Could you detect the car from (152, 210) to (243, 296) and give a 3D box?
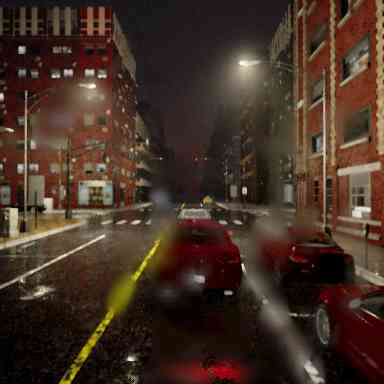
[{"bbox_3d":[0.110,1.473,8.685,1.882,1.535,5.008,0,0,0],"label":"car"}]

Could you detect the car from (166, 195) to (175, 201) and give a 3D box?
[{"bbox_3d":[-5.564,1.513,86.568,2.008,1.369,4.403,1,0,0],"label":"car"}]

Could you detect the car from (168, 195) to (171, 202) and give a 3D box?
[{"bbox_3d":[-5.594,1.551,63.959,1.802,1.307,4.206,1,0,0],"label":"car"}]

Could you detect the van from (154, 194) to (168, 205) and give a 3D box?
[{"bbox_3d":[-5.598,1.313,58.307,1.690,1.788,3.998,1,0,0],"label":"van"}]

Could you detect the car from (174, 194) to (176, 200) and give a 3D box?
[{"bbox_3d":[-5.571,1.489,80.746,1.752,1.417,4.829,1,0,0],"label":"car"}]

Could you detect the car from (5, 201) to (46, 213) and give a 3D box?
[{"bbox_3d":[-18.661,1.700,37.415,4.313,1.339,1.947,0,-1,0],"label":"car"}]

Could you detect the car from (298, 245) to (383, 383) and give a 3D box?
[{"bbox_3d":[2.672,1.580,3.348,1.802,1.307,4.206,1,0,0],"label":"car"}]

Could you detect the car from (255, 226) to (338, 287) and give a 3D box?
[{"bbox_3d":[2.849,1.577,9.003,1.802,1.307,4.206,1,0,0],"label":"car"}]

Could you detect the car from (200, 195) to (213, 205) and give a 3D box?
[{"bbox_3d":[2.779,1.497,58.427,1.752,1.417,4.829,1,0,0],"label":"car"}]

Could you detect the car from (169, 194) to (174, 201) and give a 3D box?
[{"bbox_3d":[-5.579,1.547,75.264,1.802,1.307,4.206,1,0,0],"label":"car"}]

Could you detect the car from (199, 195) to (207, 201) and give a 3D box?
[{"bbox_3d":[2.816,1.528,86.518,1.947,1.339,4.313,1,0,0],"label":"car"}]

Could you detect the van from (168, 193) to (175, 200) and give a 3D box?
[{"bbox_3d":[-5.553,1.302,92.221,1.690,1.788,3.998,1,0,0],"label":"van"}]
